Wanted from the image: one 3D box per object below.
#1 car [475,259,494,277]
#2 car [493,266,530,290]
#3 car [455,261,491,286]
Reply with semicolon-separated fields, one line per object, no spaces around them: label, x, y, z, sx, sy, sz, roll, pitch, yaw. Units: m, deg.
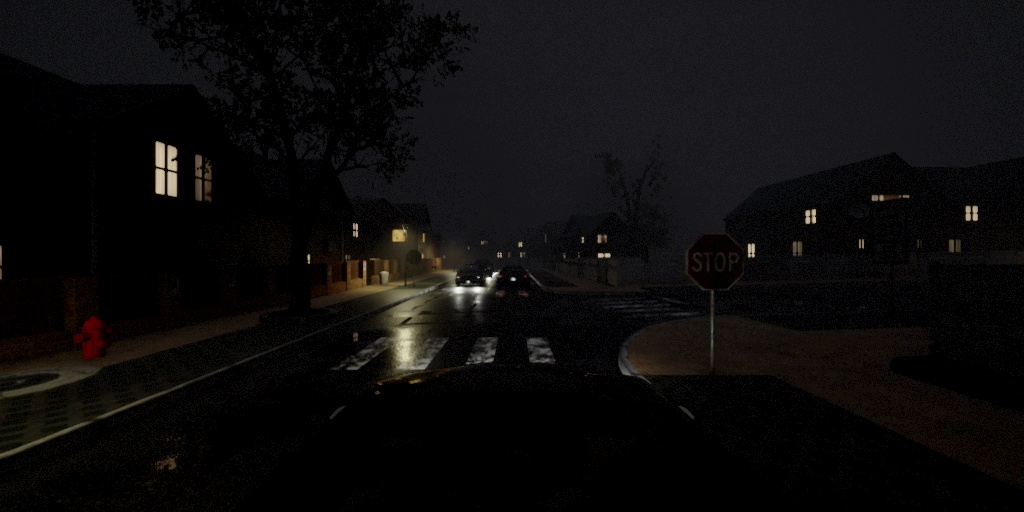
car;-2.963;1.079;35.354;2.097;1.767;4.553;0;0;-1
car;0.075;1.300;22.324;1.994;1.385;4.181;0;0;0
car;-2.862;1.281;25.723;2.033;1.411;5.357;0;0;-1
